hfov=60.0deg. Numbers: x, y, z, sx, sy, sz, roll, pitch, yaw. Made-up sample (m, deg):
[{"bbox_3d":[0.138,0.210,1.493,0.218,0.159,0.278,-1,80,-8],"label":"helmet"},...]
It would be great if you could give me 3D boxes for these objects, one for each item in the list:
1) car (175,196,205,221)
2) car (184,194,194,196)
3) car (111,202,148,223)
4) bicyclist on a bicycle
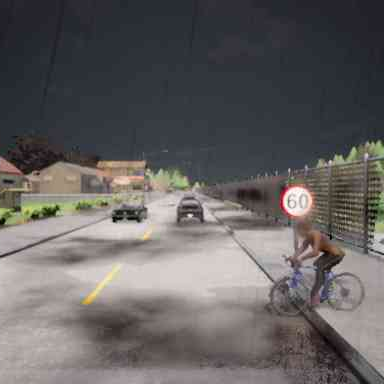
[{"bbox_3d":[-0.140,1.274,24.329,1.837,1.490,4.892,0,1,-1],"label":"car"},{"bbox_3d":[-0.360,1.075,45.102,1.837,1.490,4.892,0,0,-1],"label":"car"},{"bbox_3d":[-4.231,1.382,23.105,1.895,1.301,4.718,0,1,0],"label":"car"},{"bbox_3d":[2.136,1.314,5.756,1.656,1.620,0.582,-4,1,-1],"label":"bicyclist on a bicycle"}]
